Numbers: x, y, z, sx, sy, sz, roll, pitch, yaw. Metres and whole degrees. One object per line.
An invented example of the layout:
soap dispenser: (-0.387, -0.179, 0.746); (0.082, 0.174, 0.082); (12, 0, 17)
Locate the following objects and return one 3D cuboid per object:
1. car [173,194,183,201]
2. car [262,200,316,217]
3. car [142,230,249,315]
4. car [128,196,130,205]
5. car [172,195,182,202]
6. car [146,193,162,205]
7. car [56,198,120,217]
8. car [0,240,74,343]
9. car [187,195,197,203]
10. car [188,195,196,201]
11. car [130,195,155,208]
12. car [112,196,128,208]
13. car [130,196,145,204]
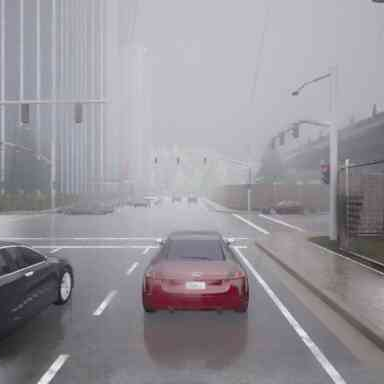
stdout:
car: (-3.514, 1.386, 84.688); (2.128, 1.511, 4.902); (0, 0, 0)
car: (9.297, 1.533, 32.019); (5.008, 1.535, 1.882); (0, 0, 4)
car: (0.070, 1.564, 7.673); (1.994, 1.385, 4.181); (0, 0, 0)
car: (-10.593, 1.505, 54.592); (1.837, 1.490, 4.892); (0, 0, 0)
car: (-3.512, 1.495, 74.264); (1.837, 1.490, 4.892); (0, 0, 0)
car: (-7.084, 1.221, 58.163); (2.150, 2.045, 5.566); (0, 0, 1)
car: (-10.015, 1.581, 31.748); (5.357, 1.411, 2.033); (0, 0, 0)
car: (-3.443, 1.505, 5.217); (1.837, 1.490, 4.892); (0, 0, 0)
car: (0.060, 1.478, 70.714); (1.882, 1.535, 5.008); (0, 0, 0)
car: (-0.014, 1.524, 85.277); (1.812, 1.442, 4.674); (0, 0, 0)
car: (-7.096, 1.547, 47.973); (2.033, 1.411, 5.357); (0, 0, 0)
car: (-10.600, 1.492, 45.348); (2.128, 1.511, 4.902); (0, 0, 0)
car: (-10.543, 1.547, 64.908); (2.033, 1.411, 5.357); (0, 0, 1)
